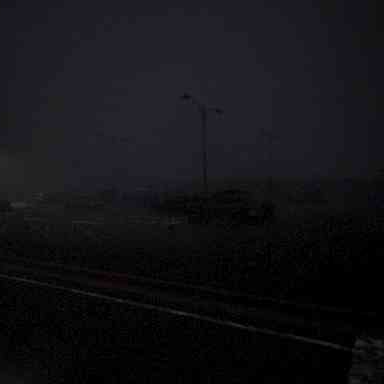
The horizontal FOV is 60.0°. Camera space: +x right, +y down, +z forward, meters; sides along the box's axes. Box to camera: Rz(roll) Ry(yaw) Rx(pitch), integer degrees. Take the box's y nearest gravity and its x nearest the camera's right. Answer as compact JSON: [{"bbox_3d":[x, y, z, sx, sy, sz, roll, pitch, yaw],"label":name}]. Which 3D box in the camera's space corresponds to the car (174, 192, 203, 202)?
[{"bbox_3d":[-0.560,0.665,49.657,3.905,1.438,1.784,0,1,30],"label":"car"}]

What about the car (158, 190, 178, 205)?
[{"bbox_3d":[-2.070,0.504,47.180,4.605,1.855,1.932,0,1,30],"label":"car"}]

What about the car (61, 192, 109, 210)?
[{"bbox_3d":[-10.462,1.037,32.522,3.806,1.475,1.970,0,1,30],"label":"car"}]

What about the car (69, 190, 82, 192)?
[{"bbox_3d":[-17.884,0.625,49.932,4.605,1.855,1.932,0,1,30],"label":"car"}]

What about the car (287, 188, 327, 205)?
[{"bbox_3d":[13.098,0.478,38.412,3.866,1.878,1.905,0,1,30],"label":"car"}]

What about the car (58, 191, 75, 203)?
[{"bbox_3d":[-19.184,0.881,47.588,3.905,1.438,1.784,0,1,30],"label":"car"}]

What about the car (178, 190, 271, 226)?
[{"bbox_3d":[1.792,0.863,18.942,4.605,1.855,1.932,0,1,30],"label":"car"}]

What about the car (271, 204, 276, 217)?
[{"bbox_3d":[3.291,0.816,21.418,3.866,1.878,1.905,0,1,30],"label":"car"}]

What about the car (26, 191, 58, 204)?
[{"bbox_3d":[-20.635,0.963,45.085,3.806,1.475,1.970,0,1,30],"label":"car"}]
